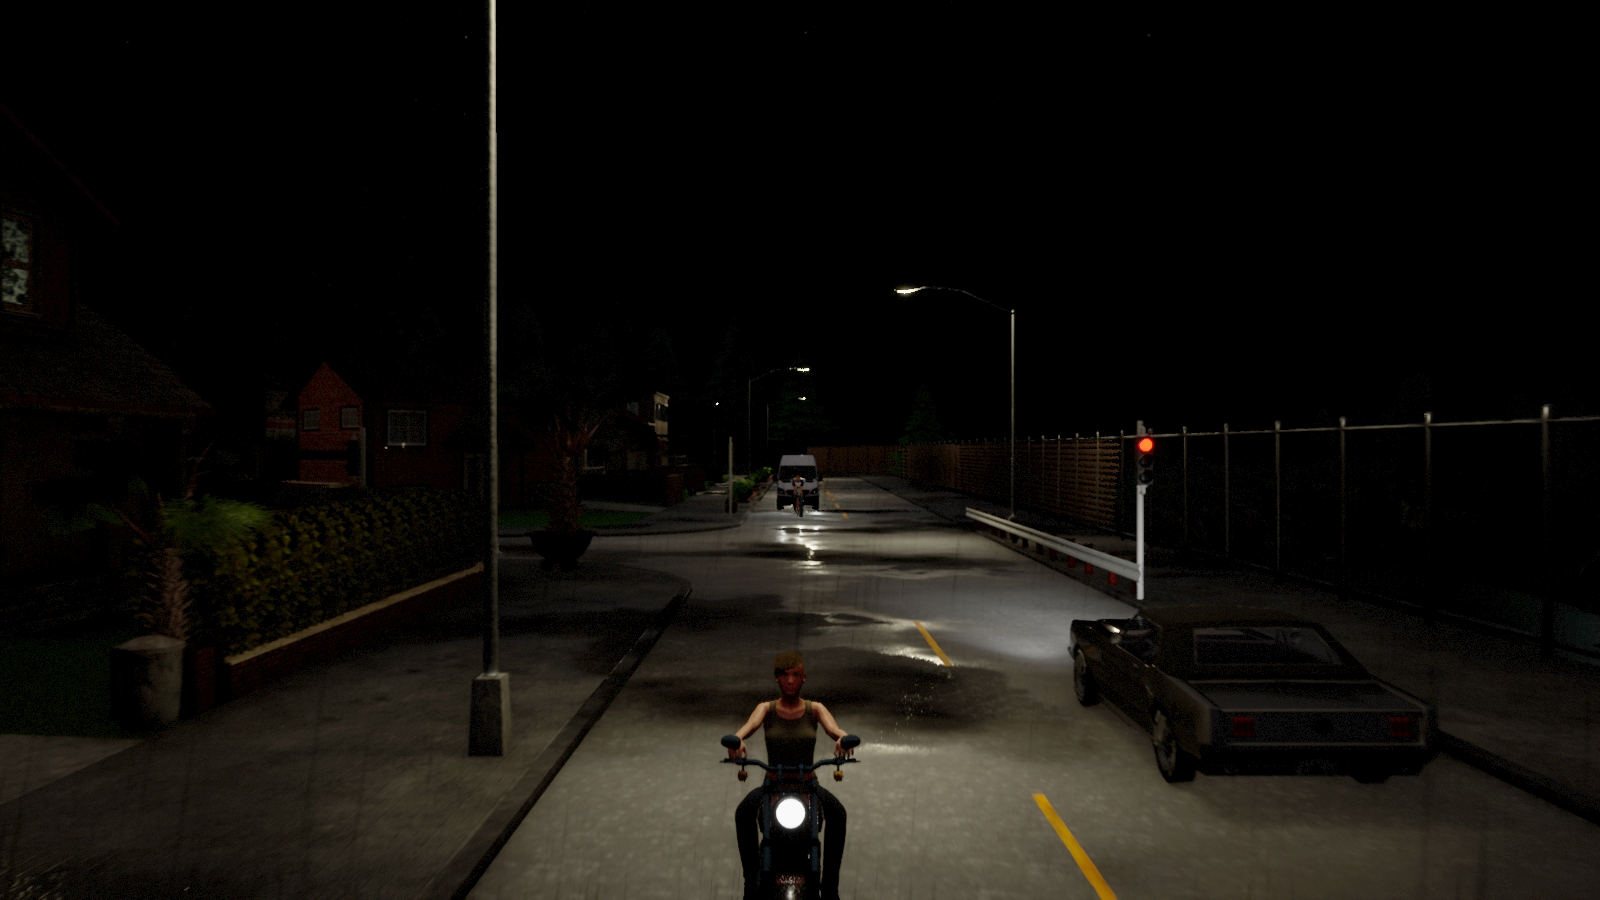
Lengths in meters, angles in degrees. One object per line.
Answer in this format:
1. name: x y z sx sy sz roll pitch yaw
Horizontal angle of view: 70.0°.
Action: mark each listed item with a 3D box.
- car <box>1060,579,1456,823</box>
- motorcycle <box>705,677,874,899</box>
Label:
1. car: 3.976 2.152 10.942 1.895 1.301 4.718 0 0 0
2. motorcycle: -0.055 2.153 6.353 0.764 1.307 2.356 0 0 0
